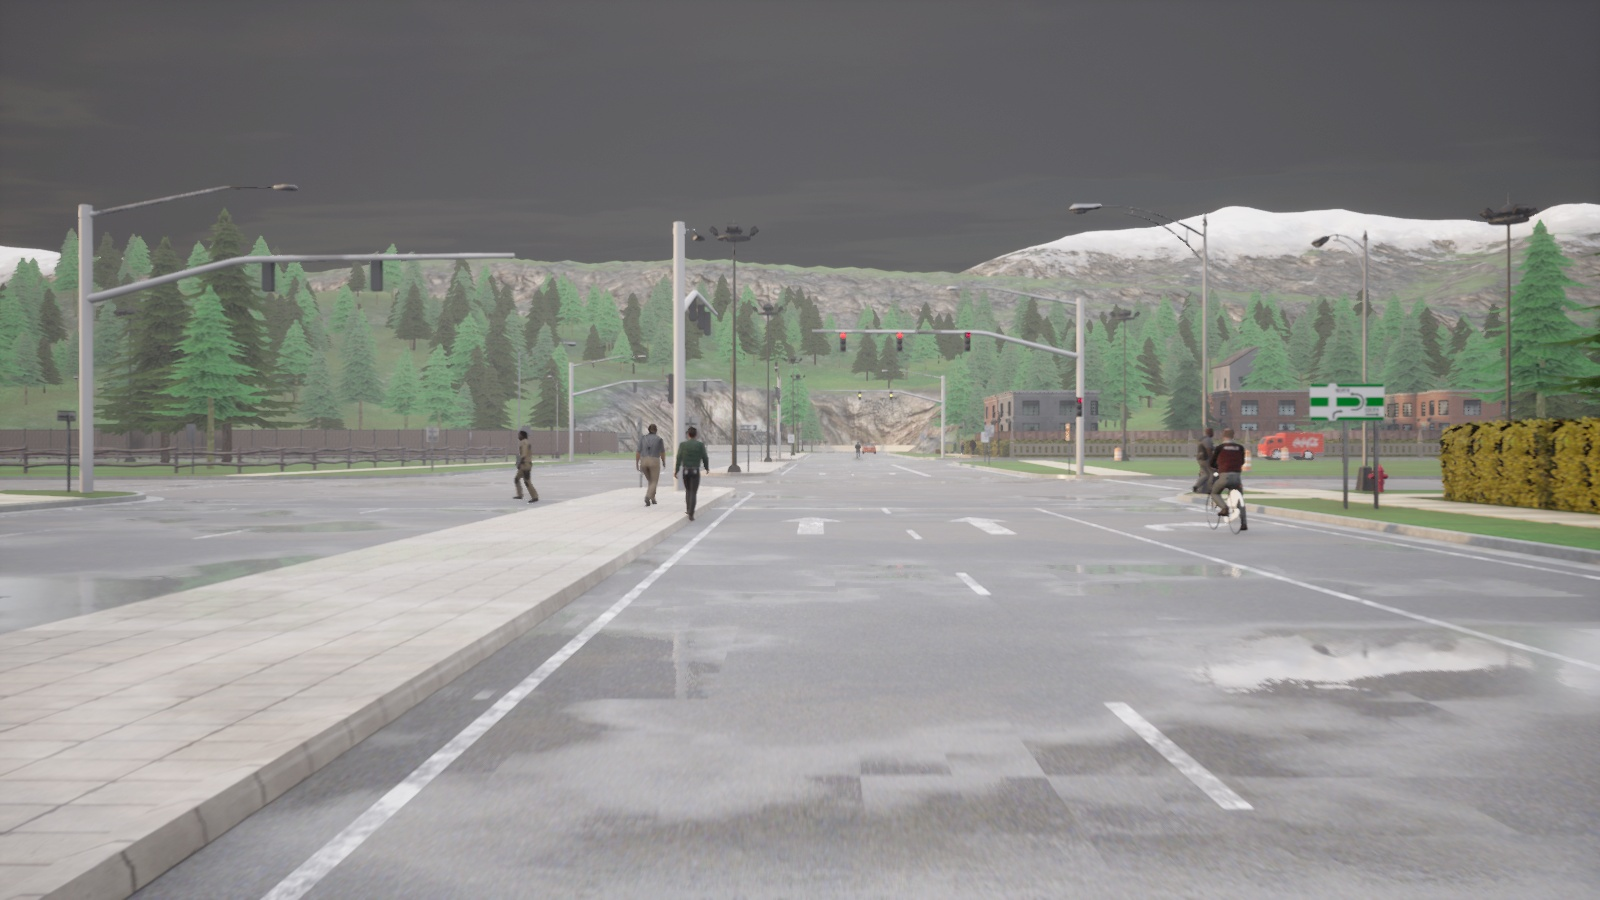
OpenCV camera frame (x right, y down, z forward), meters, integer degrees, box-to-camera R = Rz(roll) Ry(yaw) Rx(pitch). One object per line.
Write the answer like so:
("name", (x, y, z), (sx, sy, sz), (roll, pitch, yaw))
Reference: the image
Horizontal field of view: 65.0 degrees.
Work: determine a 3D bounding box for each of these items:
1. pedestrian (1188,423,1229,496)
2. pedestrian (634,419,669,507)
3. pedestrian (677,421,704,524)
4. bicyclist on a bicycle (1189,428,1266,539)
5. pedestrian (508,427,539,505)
("pedestrian", (10.563, 0.245, 32.507), (0.849, 1.883, 0.563), (0, 0, -5))
("pedestrian", (-3.174, 0.271, 26.949), (0.540, 1.848, 0.694), (0, 0, 13))
("pedestrian", (-2.099, 0.429, 24.102), (0.423, 1.949, 0.788), (0, 0, 1))
("bicyclist on a bicycle", (7.135, 0.527, 21.056), (0.659, 1.776, 1.843), (0, 0, 0))
("pedestrian", (-6.929, 0.395, 31.517), (0.692, 1.930, 0.396), (0, 0, -1))
